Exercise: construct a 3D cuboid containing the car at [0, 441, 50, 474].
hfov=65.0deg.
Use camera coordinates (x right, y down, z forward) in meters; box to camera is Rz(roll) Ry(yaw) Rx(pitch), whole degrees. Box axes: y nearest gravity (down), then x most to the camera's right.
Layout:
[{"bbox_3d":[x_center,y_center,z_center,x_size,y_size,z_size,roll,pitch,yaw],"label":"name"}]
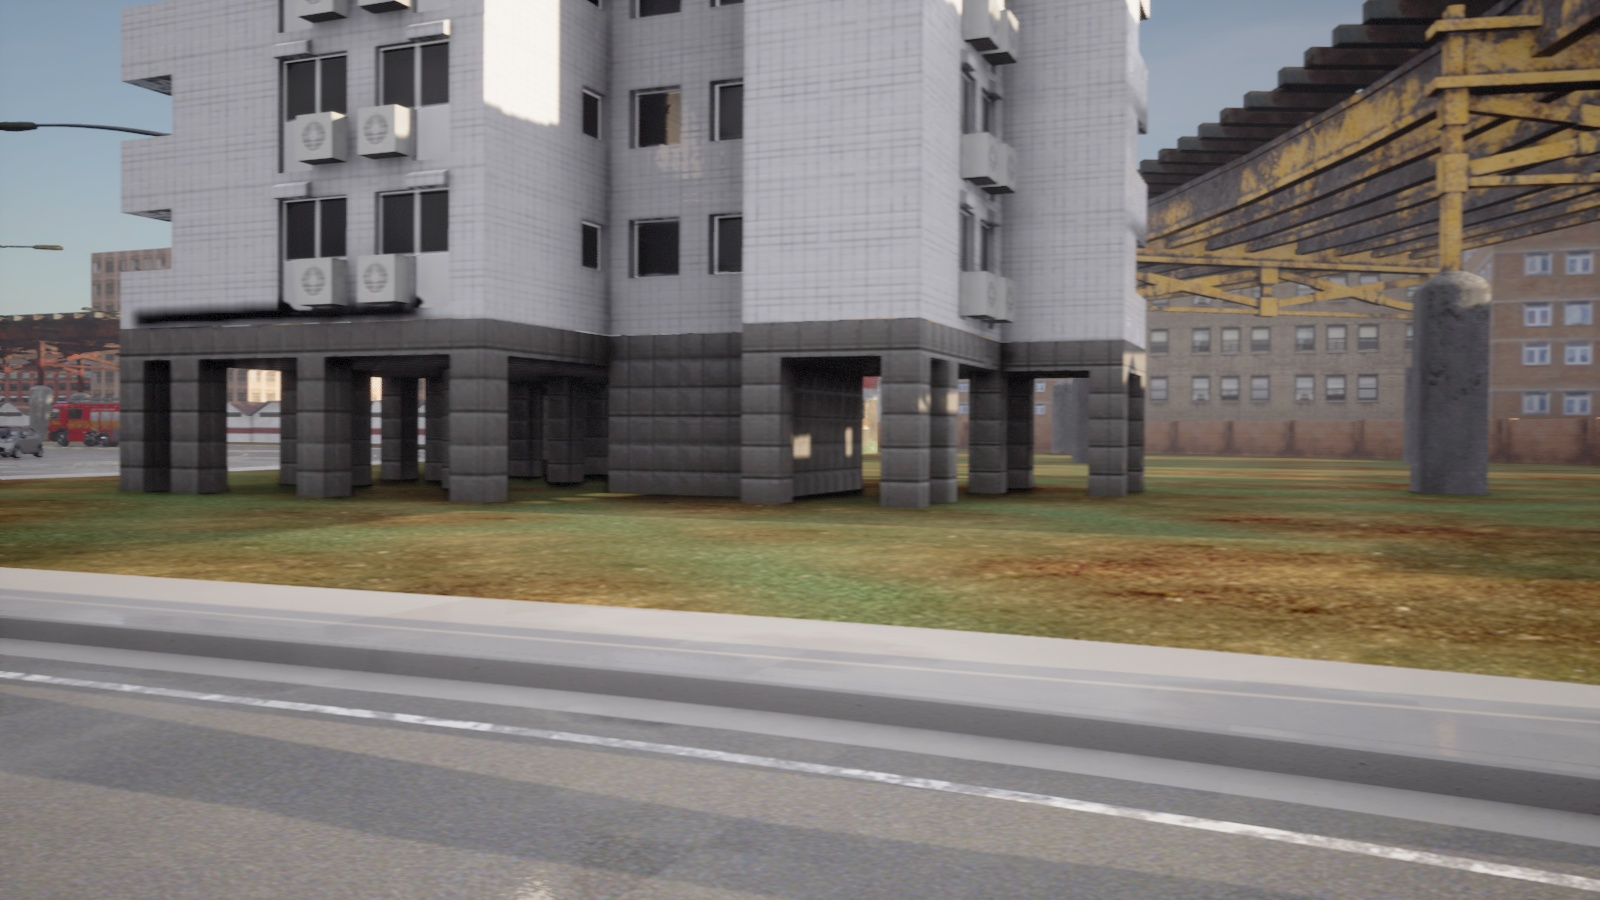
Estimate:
[{"bbox_3d":[-37.290,0.346,59.512,1.845,1.501,3.633,-1,1,-10],"label":"car"}]
